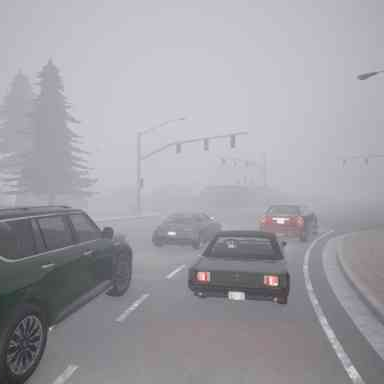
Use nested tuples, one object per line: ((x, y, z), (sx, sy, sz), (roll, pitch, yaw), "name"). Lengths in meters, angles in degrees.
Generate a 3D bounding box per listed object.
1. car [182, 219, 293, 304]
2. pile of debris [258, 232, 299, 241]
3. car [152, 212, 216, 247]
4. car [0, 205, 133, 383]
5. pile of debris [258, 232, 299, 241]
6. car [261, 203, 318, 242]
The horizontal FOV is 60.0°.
((1.355, 1.587, 8.176), (1.895, 1.301, 4.718), (0, 0, 14), "car")
((4.247, 2.141, 16.199), (1.500, 0.140, 1.860), (0, 0, 29), "pile of debris")
((-0.071, 1.543, 14.540), (1.994, 1.385, 4.181), (0, 0, 20), "car")
((-2.774, 1.222, 5.591), (2.150, 2.045, 5.566), (0, 0, 8), "car")
((4.247, 2.141, 16.199), (1.500, 0.140, 1.860), (0, 0, 29), "pile of debris")
((4.868, 1.316, 16.437), (2.097, 1.767, 4.553), (0, 0, 28), "car")
